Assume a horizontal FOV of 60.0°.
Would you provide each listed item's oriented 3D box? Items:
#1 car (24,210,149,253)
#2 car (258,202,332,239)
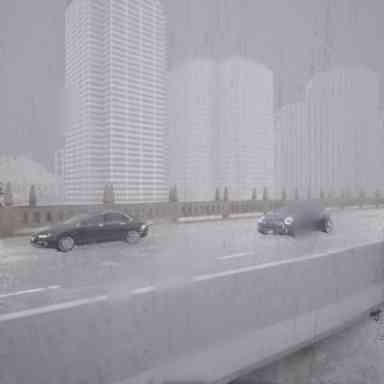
[{"bbox_3d":[-4.187,1.560,14.200,4.892,1.490,1.837,0,0,-39],"label":"car"},{"bbox_3d":[5.571,1.392,17.847,4.553,1.767,2.097,0,0,-41],"label":"car"}]
